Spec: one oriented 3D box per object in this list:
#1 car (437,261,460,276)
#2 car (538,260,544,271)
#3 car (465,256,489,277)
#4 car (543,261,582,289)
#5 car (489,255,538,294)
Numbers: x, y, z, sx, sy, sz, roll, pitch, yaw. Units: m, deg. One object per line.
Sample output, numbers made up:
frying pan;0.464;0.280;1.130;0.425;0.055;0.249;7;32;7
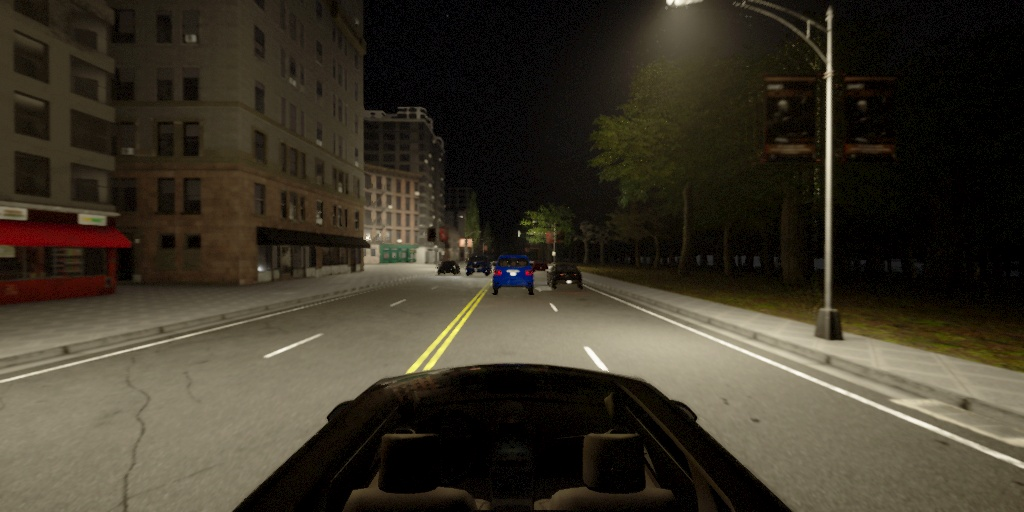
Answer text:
car;-6.588;1.266;37.669;1.837;1.490;4.892;0;0;0
car;3.348;1.240;43.951;1.882;1.535;5.008;0;0;0
car;-3.344;0.985;36.130;2.150;2.045;5.566;0;0;0
car;3.335;1.265;23.334;1.837;1.490;4.892;0;0;0
car;0.072;0.982;20.377;2.150;2.045;5.566;0;0;0
